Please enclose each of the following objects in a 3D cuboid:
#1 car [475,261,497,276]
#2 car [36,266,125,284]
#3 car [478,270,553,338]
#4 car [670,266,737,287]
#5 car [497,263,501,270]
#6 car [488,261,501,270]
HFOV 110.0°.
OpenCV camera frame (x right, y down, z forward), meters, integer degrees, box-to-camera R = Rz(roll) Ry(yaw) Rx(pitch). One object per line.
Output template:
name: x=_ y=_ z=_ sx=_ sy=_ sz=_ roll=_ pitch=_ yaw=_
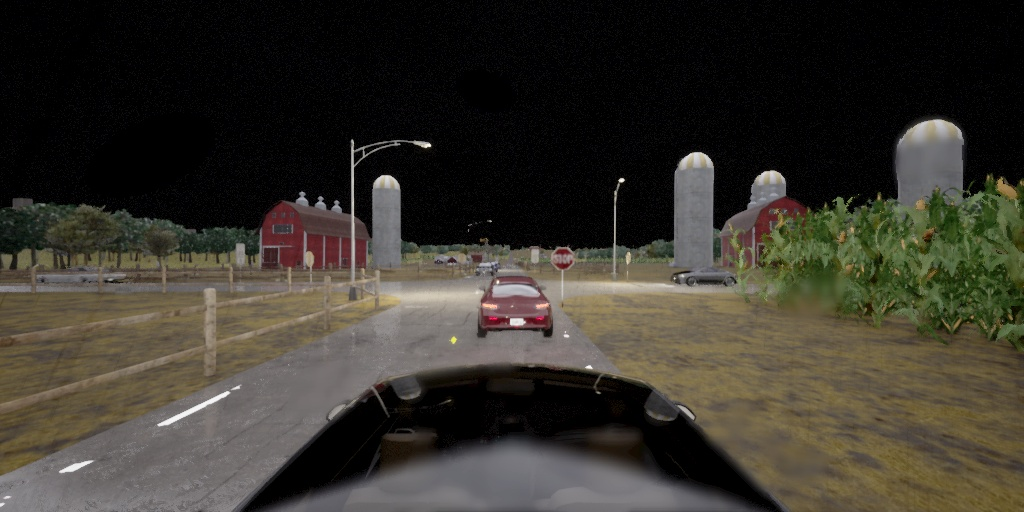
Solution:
car: x=-2.904 y=1.423 z=39.351 sx=1.812 sy=1.442 sz=4.674 roll=0 pitch=0 yaw=0
car: x=-31.086 y=1.426 z=25.786 sx=4.718 sy=1.301 sz=1.895 roll=0 pitch=1 yaw=0
car: x=0.037 y=1.281 z=10.146 sx=1.812 sy=1.442 sz=4.674 roll=0 pitch=0 yaw=-2
car: x=13.654 y=1.439 z=25.677 sx=4.181 sy=1.385 sz=1.994 roll=0 pitch=1 yaw=0
car: x=-2.920 y=1.490 z=49.840 sx=1.812 sy=1.442 sz=4.674 roll=0 pitch=0 yaw=0
car: x=-2.909 y=1.618 z=59.883 sx=1.994 sy=1.385 sz=4.181 roll=0 pitch=0 yaw=0
